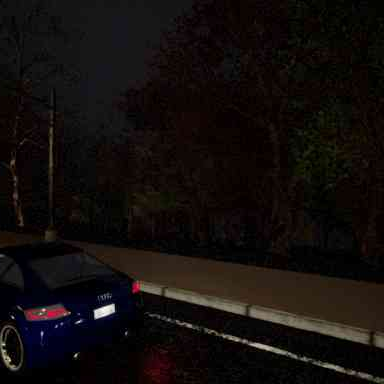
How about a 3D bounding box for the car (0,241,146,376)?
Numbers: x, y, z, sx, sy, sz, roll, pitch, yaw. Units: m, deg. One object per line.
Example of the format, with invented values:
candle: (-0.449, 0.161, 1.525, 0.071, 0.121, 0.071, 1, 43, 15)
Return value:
car: (-2.775, 1.563, 5.647, 4.181, 1.385, 1.994, 0, 0, 37)
